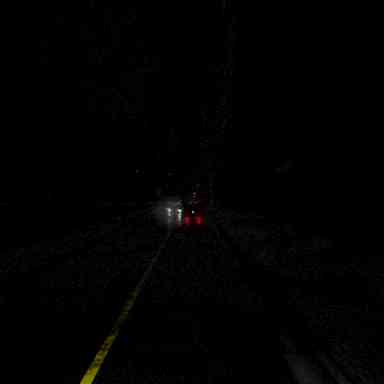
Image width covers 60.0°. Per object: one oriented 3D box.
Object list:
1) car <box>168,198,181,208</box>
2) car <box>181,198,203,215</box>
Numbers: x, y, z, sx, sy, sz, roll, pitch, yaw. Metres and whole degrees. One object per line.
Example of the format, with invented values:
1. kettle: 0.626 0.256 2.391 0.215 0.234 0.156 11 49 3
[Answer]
1. car: -2.517 1.586 48.905 1.812 1.442 4.674 0 0 0
2. car: 0.104 1.630 34.171 1.895 1.301 4.718 0 0 0
